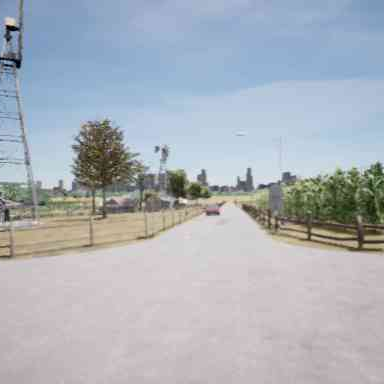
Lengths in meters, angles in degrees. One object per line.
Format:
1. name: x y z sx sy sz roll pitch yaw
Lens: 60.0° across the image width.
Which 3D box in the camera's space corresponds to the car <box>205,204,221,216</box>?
1. car: 2.958 2.487 46.447 1.882 1.535 5.008 -1 -2 7
